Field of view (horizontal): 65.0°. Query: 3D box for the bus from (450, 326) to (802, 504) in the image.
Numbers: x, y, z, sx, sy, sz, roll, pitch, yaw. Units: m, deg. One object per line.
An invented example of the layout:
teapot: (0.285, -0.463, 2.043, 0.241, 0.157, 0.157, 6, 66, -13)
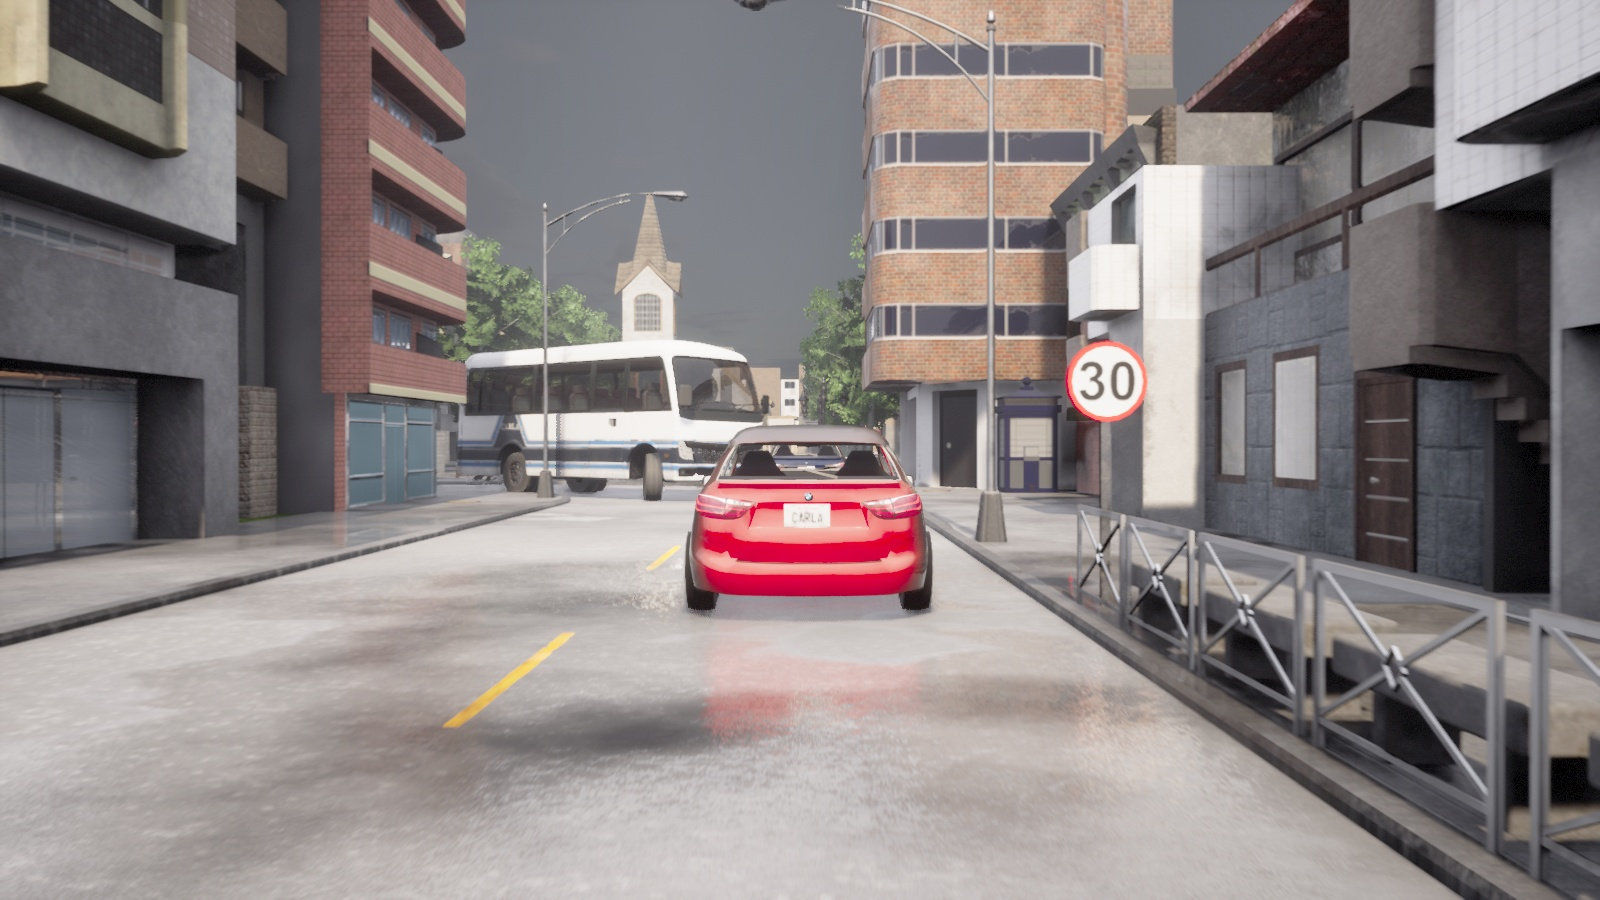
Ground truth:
bus: (-5.120, -0.830, 34.937, 10.273, 4.253, 3.944, 0, -1, 42)

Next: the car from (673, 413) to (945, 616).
car: (0.085, 0.520, 12.632, 2.242, 1.667, 4.611, 0, 0, 0)
